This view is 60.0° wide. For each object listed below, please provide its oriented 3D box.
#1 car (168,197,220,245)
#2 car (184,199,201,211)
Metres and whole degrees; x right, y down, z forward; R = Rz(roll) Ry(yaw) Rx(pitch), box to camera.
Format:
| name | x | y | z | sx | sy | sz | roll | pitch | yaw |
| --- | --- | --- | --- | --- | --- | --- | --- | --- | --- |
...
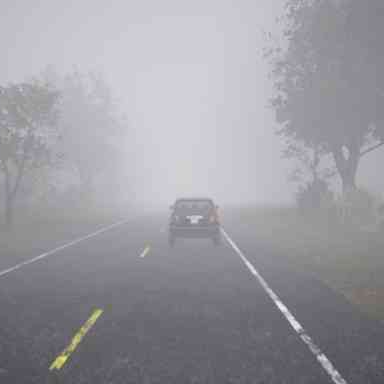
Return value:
| name | x | y | z | sx | sy | sz | roll | pitch | yaw |
| --- | --- | --- | --- | --- | --- | --- | --- | --- | --- |
| car | 0.101 | 1.216 | 15.614 | 2.150 | 2.045 | 5.566 | 0 | 0 | 0 |
| car | 0.110 | 1.588 | 41.043 | 1.994 | 1.385 | 4.181 | 0 | 0 | 0 |
